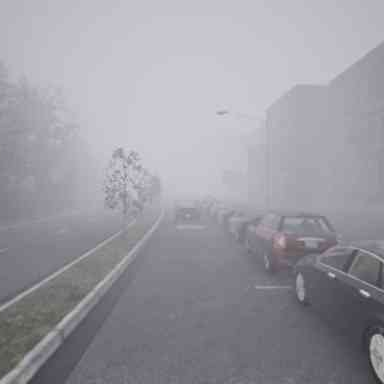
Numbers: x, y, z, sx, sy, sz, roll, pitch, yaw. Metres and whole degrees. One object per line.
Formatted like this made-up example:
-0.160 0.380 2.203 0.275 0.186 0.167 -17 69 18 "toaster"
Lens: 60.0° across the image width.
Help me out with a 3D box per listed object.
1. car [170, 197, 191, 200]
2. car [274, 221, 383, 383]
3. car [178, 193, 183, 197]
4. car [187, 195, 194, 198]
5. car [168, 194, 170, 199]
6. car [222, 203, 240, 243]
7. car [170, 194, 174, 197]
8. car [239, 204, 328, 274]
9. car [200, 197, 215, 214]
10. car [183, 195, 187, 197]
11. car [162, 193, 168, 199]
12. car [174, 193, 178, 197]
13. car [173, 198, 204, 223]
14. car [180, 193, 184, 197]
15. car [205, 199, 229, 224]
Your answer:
-1.509 1.606 42.868 1.895 1.301 4.718 0 0 -5 "car"
3.052 1.489 5.155 2.231 1.521 4.892 0 0 0 "car"
-1.167 1.453 66.456 1.946 1.575 5.366 0 0 -8 "car"
0.859 1.488 49.694 2.231 1.521 4.892 0 0 -5 "car"
-3.962 1.386 82.739 2.231 1.521 4.892 0 0 -11 "car"
2.940 1.527 16.304 2.163 1.488 4.792 0 0 -1 "car"
-2.937 1.163 77.285 2.435 2.045 5.566 0 0 -10 "car"
3.055 1.368 10.682 2.185 1.767 4.553 1 0 0 "car"
2.230 1.529 33.105 2.163 1.488 4.792 0 0 -3 "car"
0.259 1.479 55.224 2.097 1.535 5.008 0 0 -6 "car"
-6.422 1.306 93.794 1.946 1.575 5.366 0 0 -13 "car"
-2.013 1.434 71.956 1.946 1.575 5.366 0 0 -9 "car"
-0.372 1.492 25.486 1.882 1.535 5.008 0 0 -2 "car"
-0.396 1.470 60.754 2.097 1.535 5.008 0 0 -7 "car"
2.526 1.540 27.510 2.002 1.452 4.674 0 0 -3 "car"
